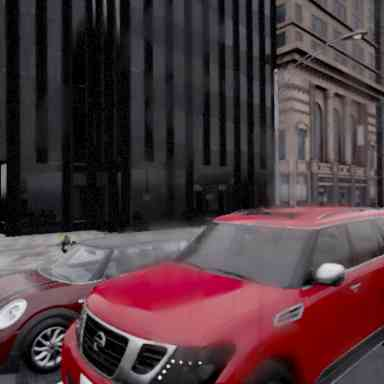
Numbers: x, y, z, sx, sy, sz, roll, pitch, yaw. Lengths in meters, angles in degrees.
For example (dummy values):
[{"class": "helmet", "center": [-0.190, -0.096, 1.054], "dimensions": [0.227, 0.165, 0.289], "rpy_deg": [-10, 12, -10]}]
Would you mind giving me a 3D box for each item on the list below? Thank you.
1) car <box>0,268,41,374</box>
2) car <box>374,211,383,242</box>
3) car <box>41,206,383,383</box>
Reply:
[{"class": "car", "center": [-1.474, 1.516, 5.730], "dimensions": [4.097, 1.590, 1.967], "rpy_deg": [0, -1, -42]}, {"class": "car", "center": [10.934, 1.615, 16.502], "dimensions": [4.507, 1.381, 1.887], "rpy_deg": [0, -1, -41]}, {"class": "car", "center": [1.229, 1.262, 4.553], "dimensions": [5.566, 2.045, 2.150], "rpy_deg": [0, -1, -41]}]
